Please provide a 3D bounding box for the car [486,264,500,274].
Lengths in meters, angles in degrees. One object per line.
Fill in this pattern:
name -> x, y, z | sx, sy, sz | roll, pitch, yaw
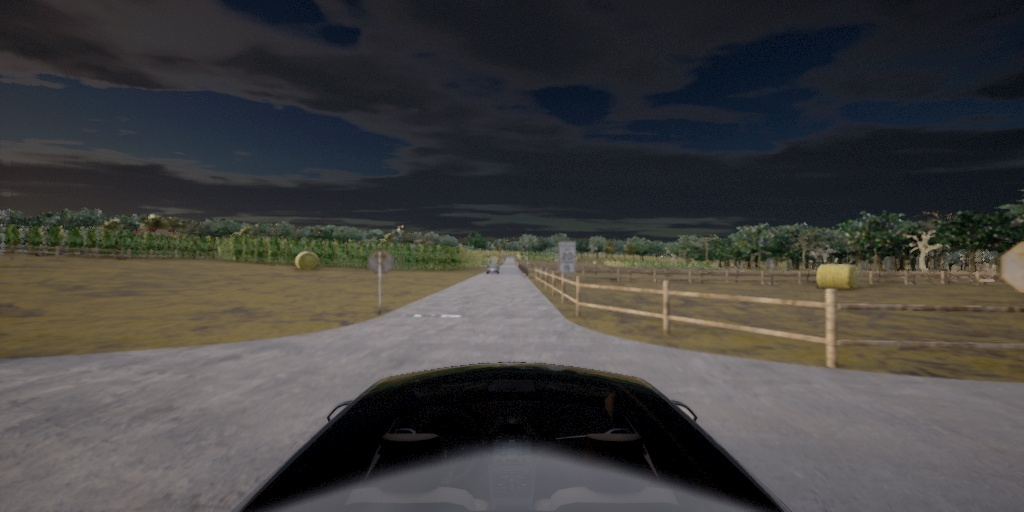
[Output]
car -> -2.781, 1.890, 53.112 | 2.128, 1.511, 4.902 | 0, -1, 0
